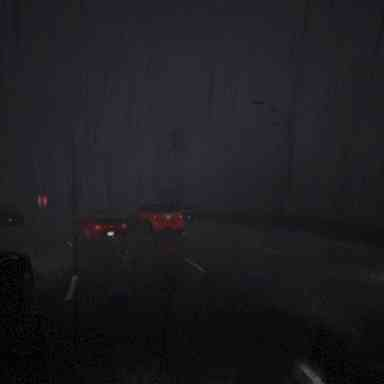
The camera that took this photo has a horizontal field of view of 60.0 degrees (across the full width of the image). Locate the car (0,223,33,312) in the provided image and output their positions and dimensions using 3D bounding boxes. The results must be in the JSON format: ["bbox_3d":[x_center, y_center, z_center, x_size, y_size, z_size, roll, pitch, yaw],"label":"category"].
[{"bbox_3d":[-4.101,1.534,5.348,2.128,1.511,4.902,0,0,-10],"label":"car"}]

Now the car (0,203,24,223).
[{"bbox_3d":[-12.956,1.624,22.671,1.882,1.535,5.008,0,0,-40],"label":"car"}]

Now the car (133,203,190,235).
[{"bbox_3d":[-2.295,1.418,19.766,2.097,1.767,4.553,0,0,-29],"label":"car"}]

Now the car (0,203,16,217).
[{"bbox_3d":[-20.458,1.829,34.948,4.718,1.301,1.895,-1,0,40],"label":"car"}]

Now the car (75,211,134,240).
[{"bbox_3d":[-4.887,1.679,17.536,1.895,1.301,4.718,0,0,-29],"label":"car"}]

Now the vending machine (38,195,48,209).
[{"bbox_3d":[-22.498,1.476,50.221,0.880,2.100,1.100,0,0,33],"label":"vending machine"}]

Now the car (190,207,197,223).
[{"bbox_3d":[-1.606,1.566,25.068,2.128,1.511,4.902,0,0,-35],"label":"car"}]
